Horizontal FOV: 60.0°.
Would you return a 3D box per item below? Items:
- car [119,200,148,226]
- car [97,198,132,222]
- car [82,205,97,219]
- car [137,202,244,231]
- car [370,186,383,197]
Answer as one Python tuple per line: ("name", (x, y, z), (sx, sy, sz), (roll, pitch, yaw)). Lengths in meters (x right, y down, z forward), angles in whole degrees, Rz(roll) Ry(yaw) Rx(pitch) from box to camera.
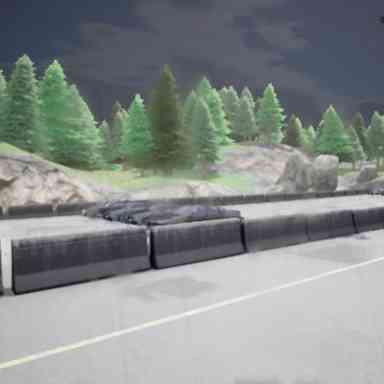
("car", (-1.833, 1.338, 19.828), (4.181, 1.385, 1.994), (-2, 1, -35))
("car", (-3.869, 1.338, 22.676), (4.181, 1.385, 1.994), (-2, 1, -35))
("car", (-5.892, 1.264, 25.531), (4.902, 1.511, 2.128), (-2, 1, -35))
("car", (0.212, 1.322, 16.989), (5.357, 1.411, 2.033), (-2, 1, -35))
("car", (28.579, -0.128, 49.766), (4.902, 1.511, 2.128), (-3, 2, -35))
